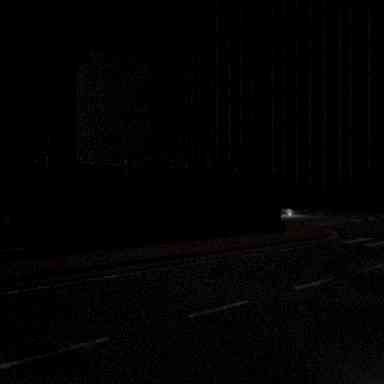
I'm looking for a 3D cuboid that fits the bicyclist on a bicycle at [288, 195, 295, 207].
[{"bbox_3d":[13.453,1.236,44.976,1.656,1.620,0.582,0,0,-36],"label":"bicyclist on a bicycle"}]
